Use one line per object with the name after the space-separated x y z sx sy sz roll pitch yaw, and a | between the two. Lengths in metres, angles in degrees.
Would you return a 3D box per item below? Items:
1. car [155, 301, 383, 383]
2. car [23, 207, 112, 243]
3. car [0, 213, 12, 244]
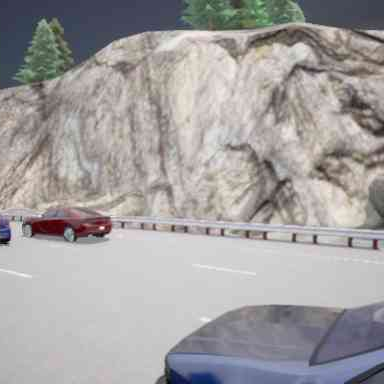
2.266 1.539 2.330 5.357 1.411 2.033 0 0 35 | car
-6.129 1.459 16.122 5.008 1.535 1.882 0 0 31 | car
-9.893 1.342 14.288 4.553 1.767 2.097 0 0 31 | car
